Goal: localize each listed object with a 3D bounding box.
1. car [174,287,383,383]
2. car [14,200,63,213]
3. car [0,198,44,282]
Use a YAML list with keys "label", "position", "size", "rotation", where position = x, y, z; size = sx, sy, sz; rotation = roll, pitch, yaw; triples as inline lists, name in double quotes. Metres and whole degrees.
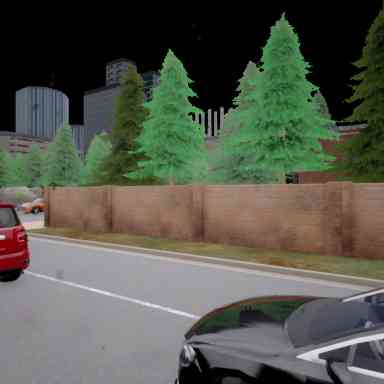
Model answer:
- label: "car"
  position: [2.083, 1.492, 2.507]
  size: [4.902, 1.511, 2.128]
  rotation: [0, 0, 35]
- label: "car"
  position: [-17.361, 1.600, 37.892]
  size: [1.895, 1.301, 4.718]
  rotation: [0, 0, 35]
- label: "car"
  position: [-6.393, 1.221, 8.513]
  size: [5.566, 2.045, 2.150]
  rotation: [0, 0, 36]
